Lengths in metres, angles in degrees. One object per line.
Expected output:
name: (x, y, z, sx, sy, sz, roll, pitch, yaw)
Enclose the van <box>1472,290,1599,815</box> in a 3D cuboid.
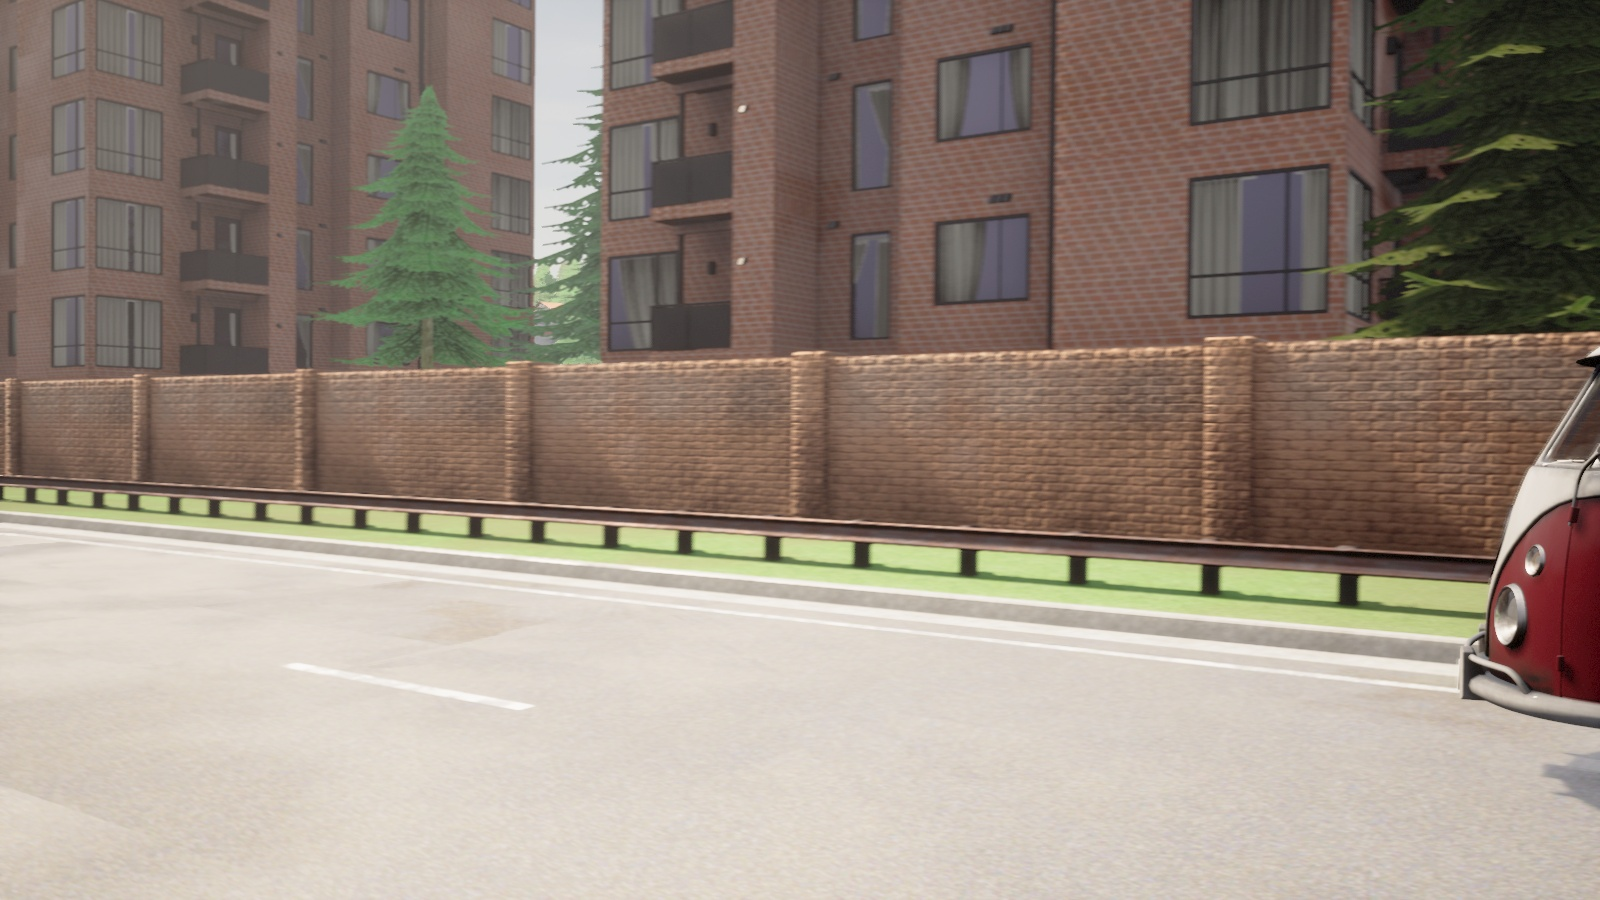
van: (5.010, 0.377, 4.492, 4.442, 1.987, 1.775, 0, 1, 34)
